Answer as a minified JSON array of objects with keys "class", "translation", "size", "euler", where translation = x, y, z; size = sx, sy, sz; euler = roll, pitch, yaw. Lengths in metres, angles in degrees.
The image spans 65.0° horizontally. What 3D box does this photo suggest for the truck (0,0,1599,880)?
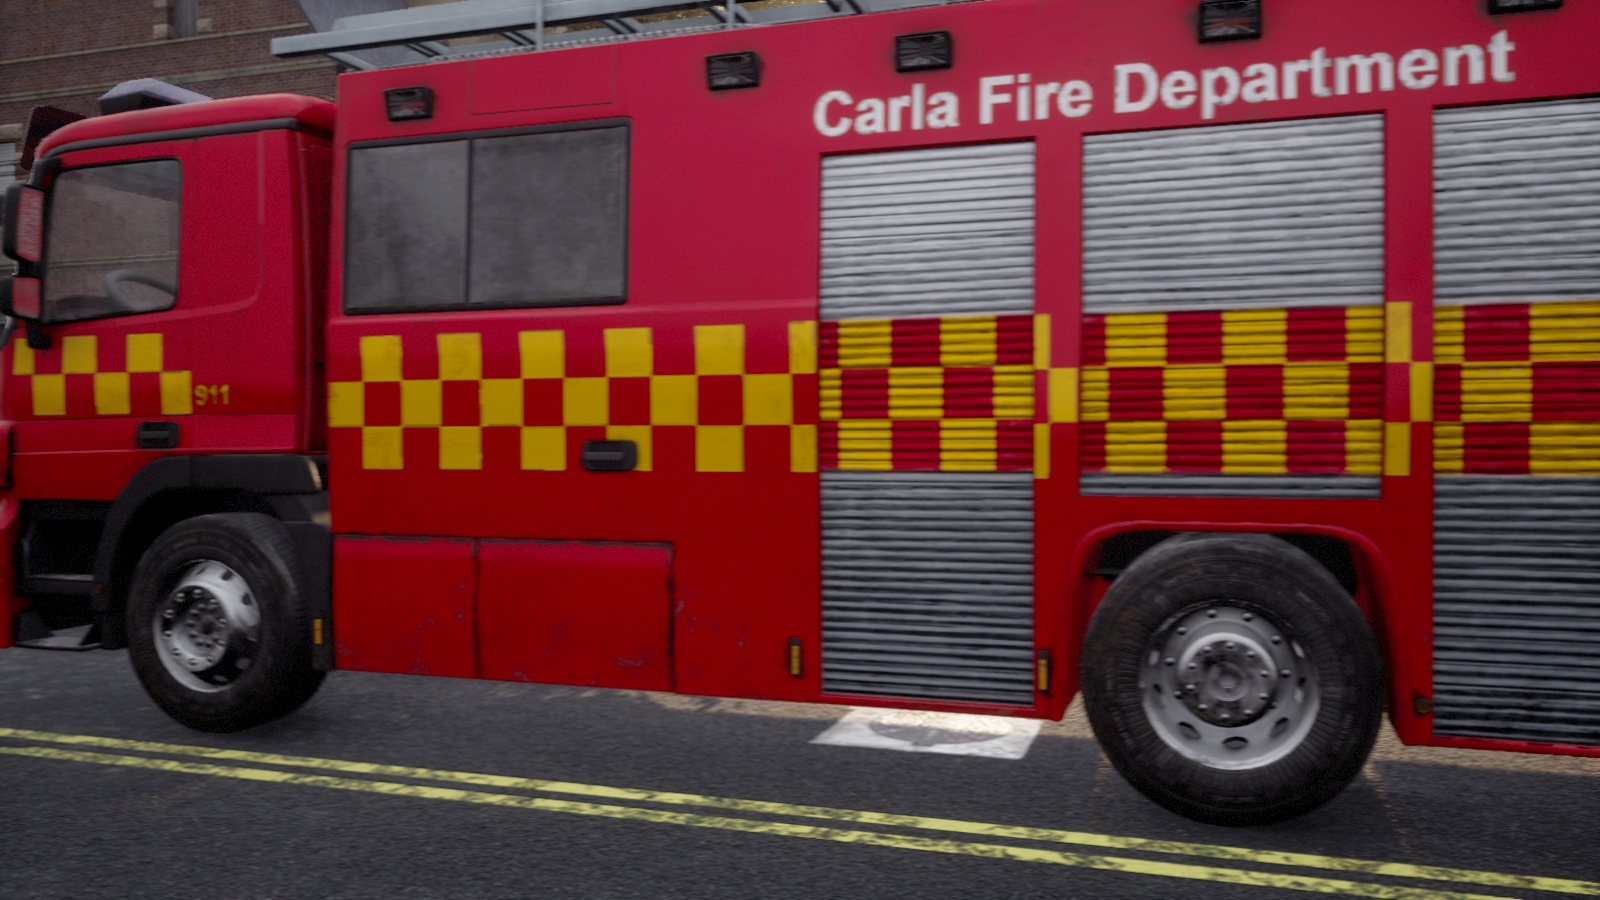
[{"class":"truck","translation":[-0.593,-0.454,7.068],"size":[8.468,3.827,2.891],"euler":[1,1,19]}]
